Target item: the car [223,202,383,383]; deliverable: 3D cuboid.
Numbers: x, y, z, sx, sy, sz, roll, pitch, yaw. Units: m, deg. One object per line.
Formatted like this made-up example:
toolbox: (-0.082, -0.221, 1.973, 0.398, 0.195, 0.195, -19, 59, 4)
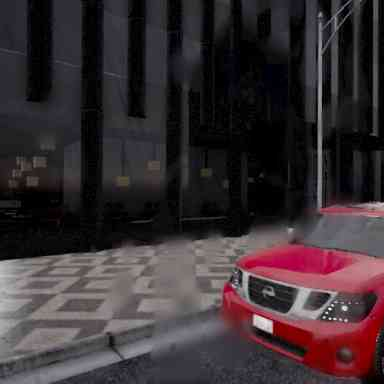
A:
car: (3.096, 1.225, 5.596, 5.566, 2.045, 2.150, 0, 0, -36)
